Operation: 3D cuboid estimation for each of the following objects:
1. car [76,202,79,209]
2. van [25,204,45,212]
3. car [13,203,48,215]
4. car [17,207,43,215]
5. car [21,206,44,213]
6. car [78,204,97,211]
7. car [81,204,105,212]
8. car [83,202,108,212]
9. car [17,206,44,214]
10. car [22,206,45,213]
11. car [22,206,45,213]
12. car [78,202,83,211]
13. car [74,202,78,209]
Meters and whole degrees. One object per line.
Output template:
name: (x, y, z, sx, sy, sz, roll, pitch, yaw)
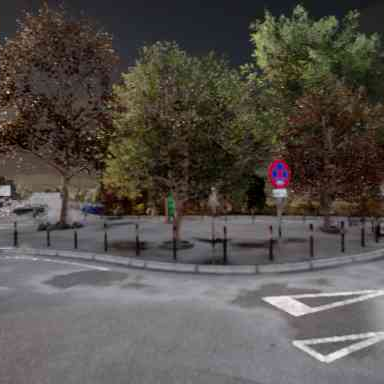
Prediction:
car: (-25.431, 3.873, 82.479, 5.008, 1.535, 2.097, -1, -1, -23)
van: (-39.065, 3.971, 82.817, 4.442, 1.987, 1.878, -1, -1, -23)
car: (-31.572, 3.374, 64.520, 5.566, 2.045, 2.435, -1, -1, -23)
car: (-32.631, 3.749, 67.129, 4.674, 1.452, 2.002, -1, -1, -23)
car: (-35.900, 3.996, 74.947, 4.674, 1.452, 2.002, -1, -1, -23)
car: (-27.576, 4.063, 87.700, 4.792, 1.488, 2.163, -1, -1, -23)
car: (-22.150, 3.630, 74.673, 4.892, 1.521, 2.231, -1, -1, -23)
car: (-18.946, 3.244, 66.829, 4.553, 1.767, 2.185, -1, -1, -23)
car: (-33.725, 3.793, 69.736, 5.008, 1.535, 2.097, -1, -1, -23)
car: (-38.104, 4.147, 80.149, 4.792, 1.488, 2.163, -1, -1, -23)
car: (-36.985, 4.077, 77.556, 4.674, 1.452, 2.002, -1, -1, -23)
car: (-21.146, 3.299, 72.175, 5.566, 2.045, 2.435, -1, -1, -23)
car: (-28.737, 4.118, 90.409, 5.008, 1.535, 2.097, -1, -1, -23)
